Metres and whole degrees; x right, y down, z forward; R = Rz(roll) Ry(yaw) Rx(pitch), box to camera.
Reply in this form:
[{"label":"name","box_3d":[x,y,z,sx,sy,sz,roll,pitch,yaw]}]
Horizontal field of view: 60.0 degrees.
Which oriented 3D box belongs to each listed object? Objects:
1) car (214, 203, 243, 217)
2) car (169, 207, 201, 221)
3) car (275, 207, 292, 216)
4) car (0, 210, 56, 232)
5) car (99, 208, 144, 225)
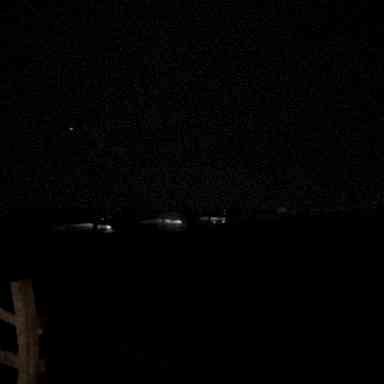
[{"label":"car","box_3d":[5.507,2.678,49.803,2.150,2.045,5.566,3,0,38]},{"label":"car","box_3d":[-0.759,2.657,41.186,1.837,1.490,4.892,3,0,37]},{"label":"car","box_3d":[16.449,3.481,60.031,1.812,1.442,4.674,3,0,37]},{"label":"car","box_3d":[-12.851,2.062,24.455,2.033,1.411,5.357,3,0,36]},{"label":"car","box_3d":[-6.875,2.339,32.738,1.837,1.490,4.892,3,0,36]}]
